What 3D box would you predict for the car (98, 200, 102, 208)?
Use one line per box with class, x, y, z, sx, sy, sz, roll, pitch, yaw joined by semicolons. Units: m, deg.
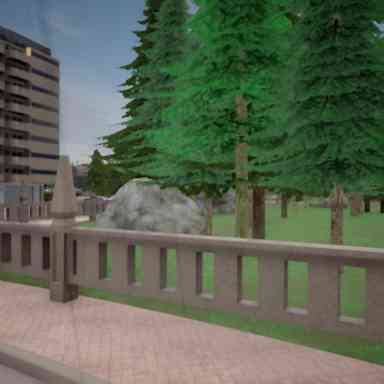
car;-10.763;1.561;46.041;1.994;1.385;4.181;0;0;26
